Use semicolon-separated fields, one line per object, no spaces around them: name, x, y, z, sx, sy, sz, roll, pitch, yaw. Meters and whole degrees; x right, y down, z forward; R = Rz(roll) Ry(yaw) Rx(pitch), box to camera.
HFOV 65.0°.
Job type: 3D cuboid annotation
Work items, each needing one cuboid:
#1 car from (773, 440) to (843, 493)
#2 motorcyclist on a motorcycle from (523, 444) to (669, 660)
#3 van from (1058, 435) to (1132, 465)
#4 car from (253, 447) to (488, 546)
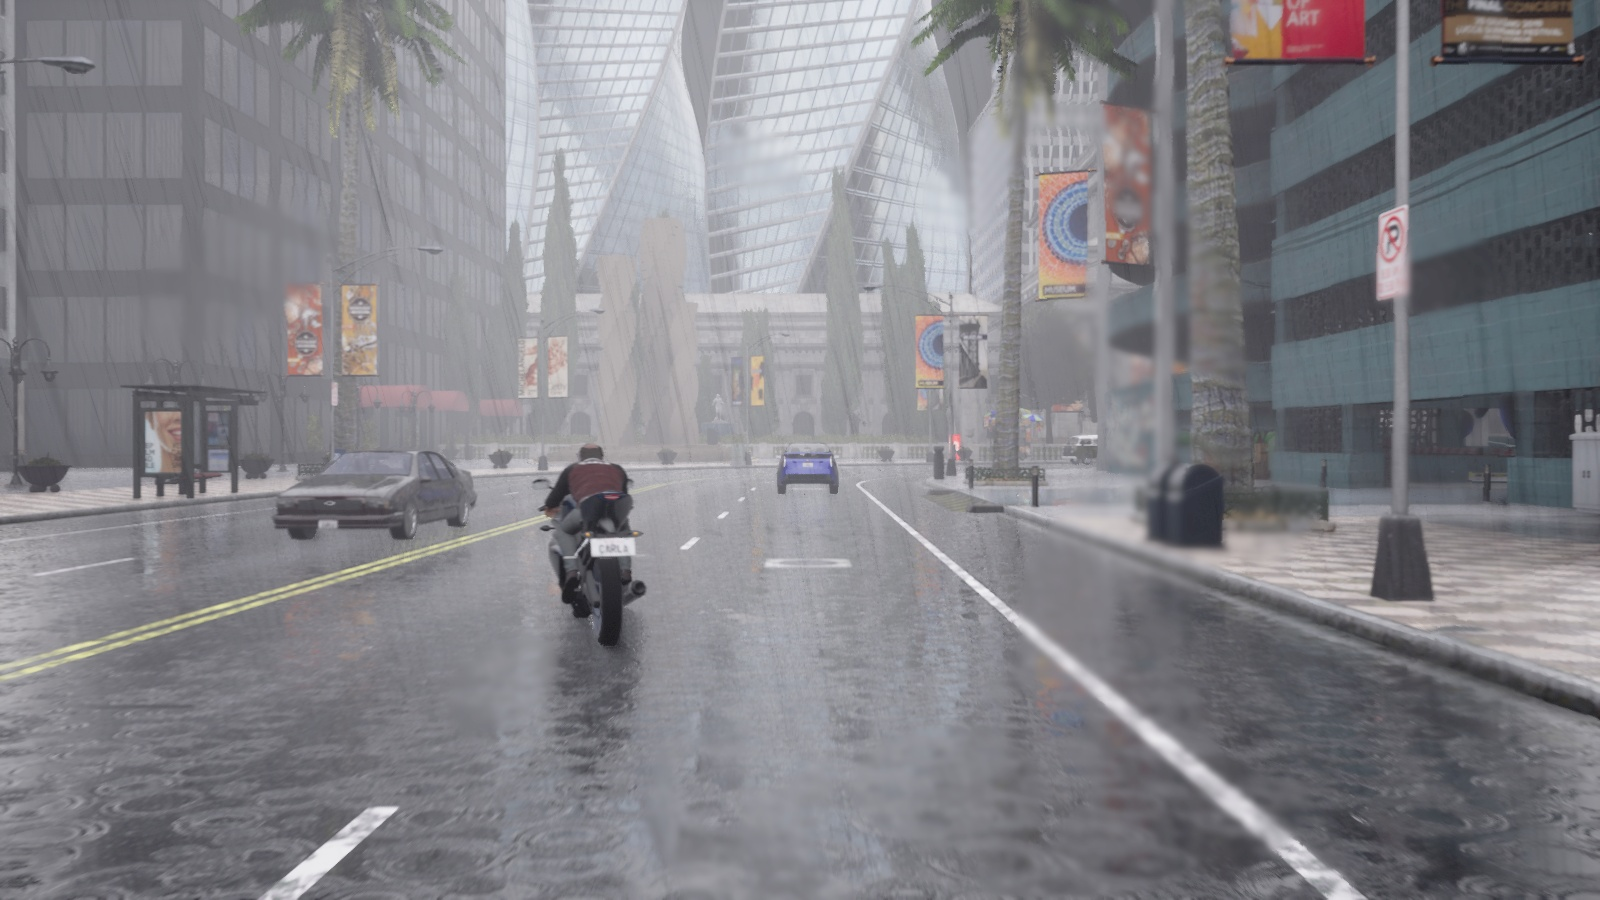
car;0.236;0.475;38.370;2.007;1.525;4.514;0;0;0
motorcyclist on a motorcycle;-1.692;0.723;10.106;0.866;1.530;2.191;0;0;-17
van;19.968;0.002;84.973;4.480;2.038;2.069;0;0;-18
car;-6.867;0.670;20.807;2.033;1.411;5.357;0;0;0
